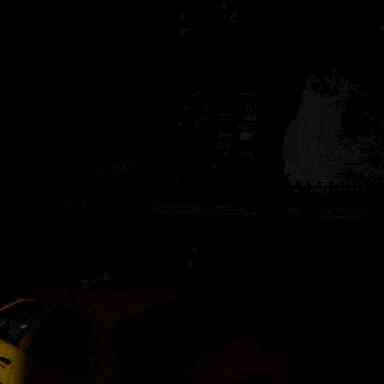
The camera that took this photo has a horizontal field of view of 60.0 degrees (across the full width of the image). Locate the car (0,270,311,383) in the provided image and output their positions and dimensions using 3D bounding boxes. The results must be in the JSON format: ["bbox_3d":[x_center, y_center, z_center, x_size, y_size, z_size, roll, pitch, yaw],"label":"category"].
[{"bbox_3d":[-1.230,1.543,3.604,4.829,1.417,1.752,0,0,36],"label":"car"}]
